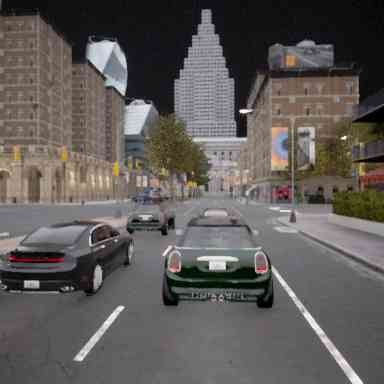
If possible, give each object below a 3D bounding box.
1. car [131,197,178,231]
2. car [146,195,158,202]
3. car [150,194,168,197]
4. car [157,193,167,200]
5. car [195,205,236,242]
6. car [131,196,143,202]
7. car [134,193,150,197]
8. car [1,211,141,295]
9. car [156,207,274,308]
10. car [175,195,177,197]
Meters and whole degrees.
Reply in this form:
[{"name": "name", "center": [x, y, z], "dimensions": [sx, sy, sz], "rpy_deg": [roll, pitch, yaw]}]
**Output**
[{"name": "car", "center": [-2.173, 1.339, 18.708], "dimensions": [2.097, 1.767, 4.553], "rpy_deg": [0, 0, 4]}, {"name": "car", "center": [-9.515, 1.486, 79.432], "dimensions": [2.033, 1.411, 5.357], "rpy_deg": [0, 0, 4]}, {"name": "car", "center": [-6.795, 1.431, 68.289], "dimensions": [1.882, 1.535, 5.008], "rpy_deg": [0, 0, 4]}, {"name": "car", "center": [-8.513, 1.291, 93.625], "dimensions": [2.097, 1.767, 4.553], "rpy_deg": [0, 0, 4]}, {"name": "car", "center": [1.242, 1.514, 17.147], "dimensions": [1.812, 1.442, 4.674], "rpy_deg": [0, 0, 5]}, {"name": "car", "center": [-12.865, 1.542, 78.121], "dimensions": [1.895, 1.301, 4.718], "rpy_deg": [0, 0, 4]}, {"name": "car", "center": [-10.251, 1.179, 69.000], "dimensions": [2.150, 2.045, 5.566], "rpy_deg": [0, 0, 4]}, {"name": "car", "center": [-2.882, 1.500, 8.761], "dimensions": [1.837, 1.490, 4.892], "rpy_deg": [0, 0, 4]}, {"name": "car", "center": [0.606, 1.346, 8.124], "dimensions": [2.097, 1.767, 4.553], "rpy_deg": [0, 0, 4]}, {"name": "car", "center": [-5.092, 1.489, 92.378], "dimensions": [1.994, 1.385, 4.181], "rpy_deg": [0, 0, 4]}]
